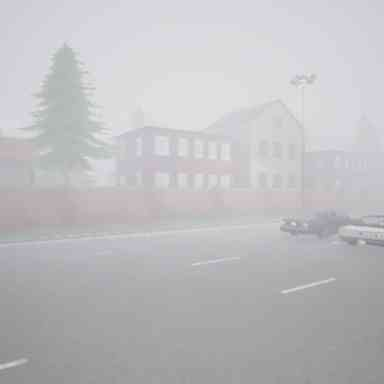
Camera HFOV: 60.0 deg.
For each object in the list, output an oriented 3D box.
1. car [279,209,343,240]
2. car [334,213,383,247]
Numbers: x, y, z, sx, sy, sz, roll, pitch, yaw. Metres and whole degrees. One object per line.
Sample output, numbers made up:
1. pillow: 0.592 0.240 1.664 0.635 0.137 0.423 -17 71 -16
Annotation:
1. car: 6.869 1.572 17.240 5.357 1.411 2.033 0 0 -35
2. car: 8.271 1.623 13.939 4.718 1.301 1.895 0 0 -35
